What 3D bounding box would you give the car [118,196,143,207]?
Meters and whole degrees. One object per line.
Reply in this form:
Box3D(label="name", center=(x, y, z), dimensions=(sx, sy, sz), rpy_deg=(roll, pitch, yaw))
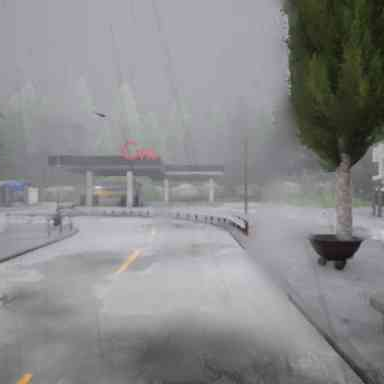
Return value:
Box3D(label="car", center=(-9.078, 1.408, 49.130), dimensions=(3.633, 1.501, 1.845), rpy_deg=(0, 0, 0))
